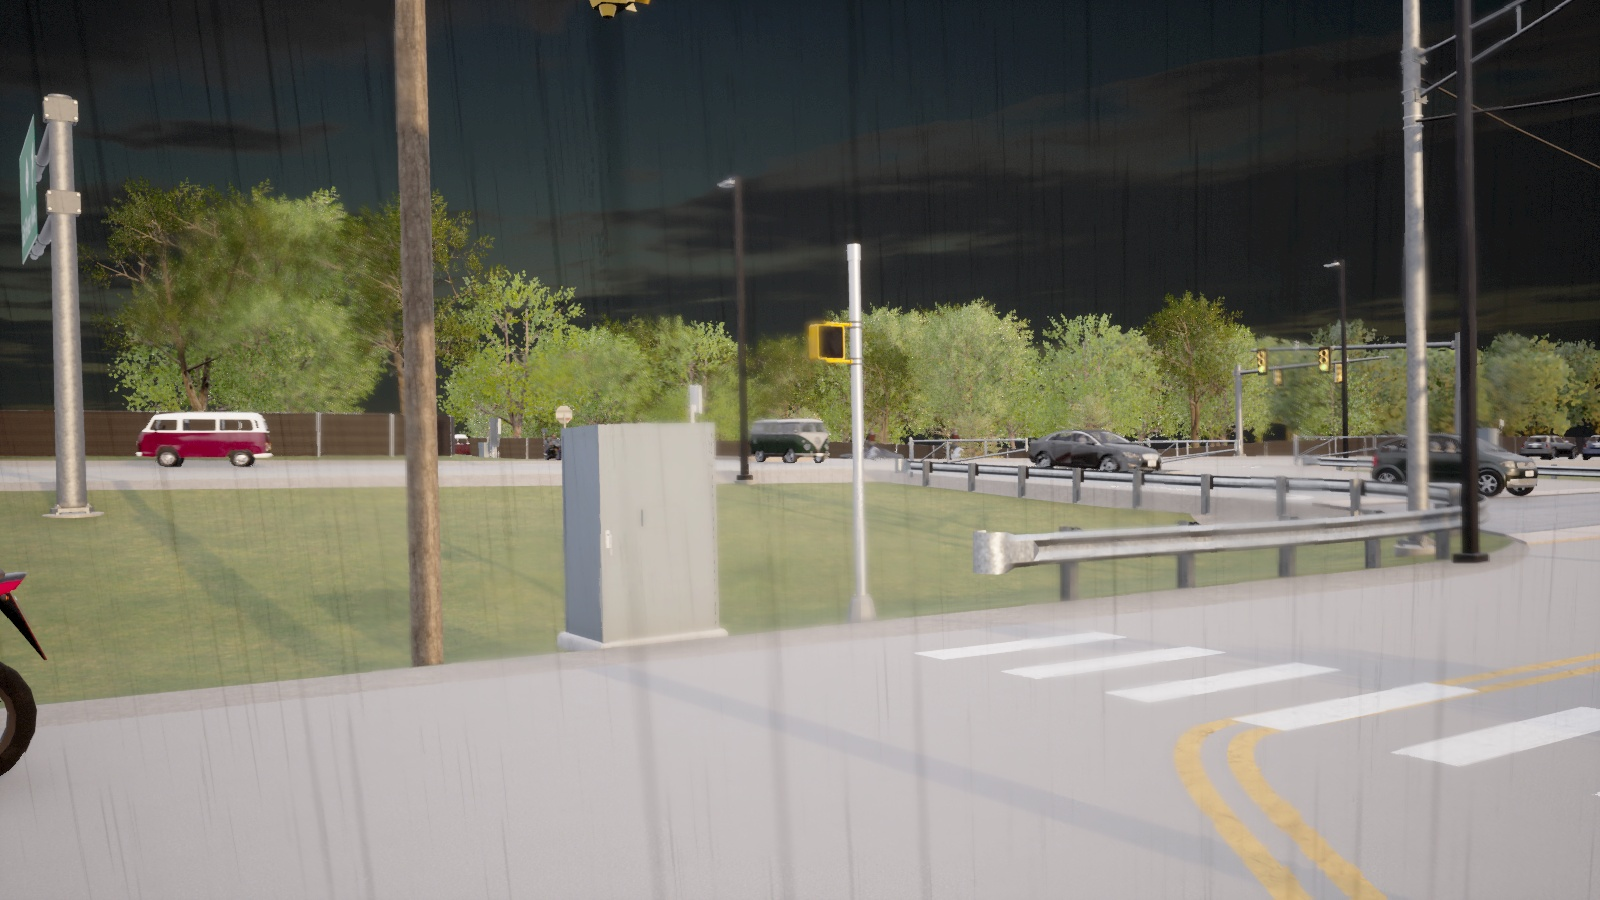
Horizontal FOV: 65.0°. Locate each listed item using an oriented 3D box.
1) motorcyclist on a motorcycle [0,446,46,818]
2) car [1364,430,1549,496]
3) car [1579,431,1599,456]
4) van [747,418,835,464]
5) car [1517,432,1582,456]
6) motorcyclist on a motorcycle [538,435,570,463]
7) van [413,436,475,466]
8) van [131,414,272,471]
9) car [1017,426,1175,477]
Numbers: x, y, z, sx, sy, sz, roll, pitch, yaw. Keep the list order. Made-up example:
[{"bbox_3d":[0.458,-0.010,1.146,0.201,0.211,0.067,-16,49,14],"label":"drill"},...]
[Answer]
[{"bbox_3d":[-4.218,0.750,4.986,2.044,1.523,0.797,0,0,-35],"label":"motorcyclist on a motorcycle"},{"bbox_3d":[16.436,0.310,31.579,1.789,1.549,3.705,-1,0,-34],"label":"car"},{"bbox_3d":[47.954,-0.376,74.138,3.806,1.475,1.970,0,0,-34],"label":"car"},{"bbox_3d":[-0.456,-0.392,56.331,1.775,1.987,4.442,0,0,-34],"label":"van"},{"bbox_3d":[45.959,-0.365,77.013,3.806,1.475,1.970,0,0,-34],"label":"car"},{"bbox_3d":[-13.566,-0.047,69.197,0.866,1.530,2.191,-1,0,-35],"label":"motorcyclist on a motorcycle"},{"bbox_3d":[-25.631,0.032,90.530,2.069,2.038,4.480,-2,0,18],"label":"van"},{"bbox_3d":[-22.084,-0.283,46.521,4.480,2.038,2.069,0,0,-18],"label":"van"},{"bbox_3d":[9.686,0.004,41.461,2.128,1.511,4.902,0,2,-34],"label":"car"}]
